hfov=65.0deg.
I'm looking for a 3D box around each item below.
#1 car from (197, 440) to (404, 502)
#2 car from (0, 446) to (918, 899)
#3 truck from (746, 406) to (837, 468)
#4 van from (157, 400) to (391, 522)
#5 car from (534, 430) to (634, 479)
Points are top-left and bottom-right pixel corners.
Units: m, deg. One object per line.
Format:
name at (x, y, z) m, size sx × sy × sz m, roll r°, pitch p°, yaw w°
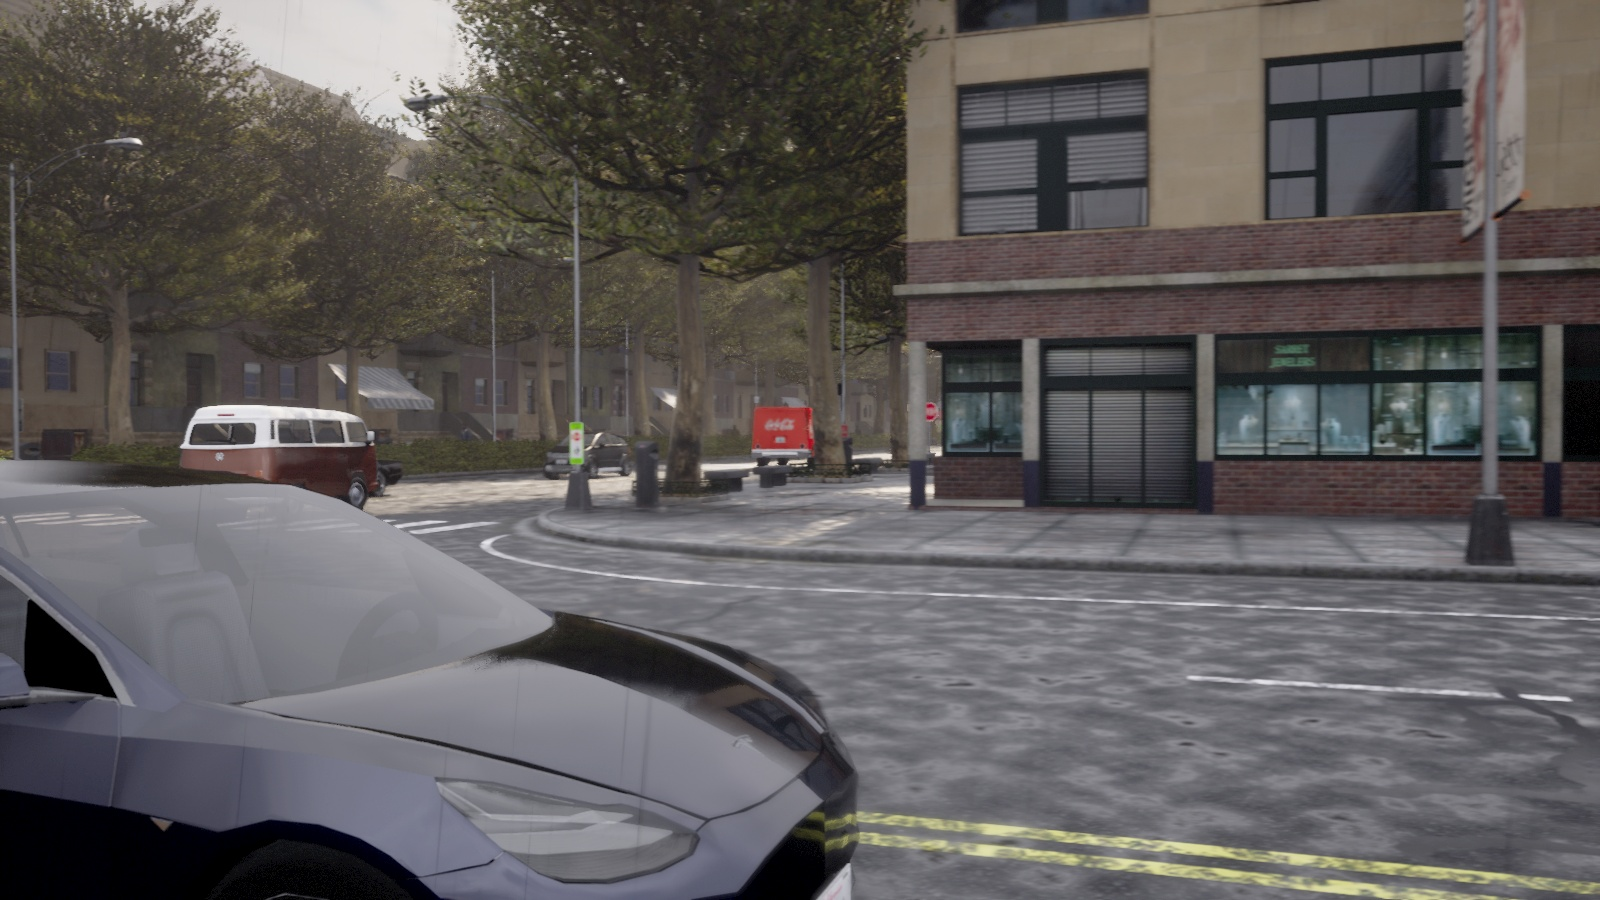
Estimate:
car at (-11.487, 0.427, 29.273) m, size 1.895 × 1.301 × 4.718 m, roll 0°, pitch 1°, yaw 18°
car at (-2.225, 0.757, 3.941) m, size 4.792 × 1.488 × 2.163 m, roll 0°, pitch 1°, yaw 19°
truck at (-0.262, -0.511, 52.562) m, size 2.627 × 2.467 × 5.204 m, roll 0°, pitch 0°, yaw 14°
van at (-9.530, 0.152, 23.228) m, size 2.069 × 2.038 × 4.480 m, roll 0°, pitch 1°, yaw 6°
car at (-7.207, 0.114, 42.214) m, size 1.789 × 1.549 × 3.705 m, roll 0°, pitch 1°, yaw 18°
